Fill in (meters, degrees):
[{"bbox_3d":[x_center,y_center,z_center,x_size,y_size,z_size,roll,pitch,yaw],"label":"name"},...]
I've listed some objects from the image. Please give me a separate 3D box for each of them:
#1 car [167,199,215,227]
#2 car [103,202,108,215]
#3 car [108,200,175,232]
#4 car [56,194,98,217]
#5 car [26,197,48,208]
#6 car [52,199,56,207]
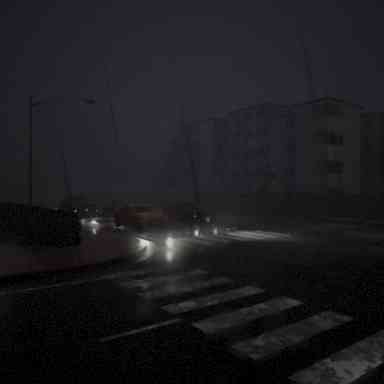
[{"bbox_3d":[-0.399,1.489,22.731,2.128,1.511,4.902,0,0,-35],"label":"car"},{"bbox_3d":[-7.167,1.523,32.225,1.812,1.442,4.674,0,0,-36],"label":"car"},{"bbox_3d":[-3.295,1.476,20.685,1.882,1.535,5.008,0,0,-34],"label":"car"},{"bbox_3d":[-10.749,1.221,31.244,2.150,2.045,5.566,0,0,-36],"label":"car"},{"bbox_3d":[-21.351,1.476,45.771,1.882,1.535,5.008,0,0,-39],"label":"car"},{"bbox_3d":[-18.524,1.475,47.817,1.882,1.535,5.008,0,0,-39],"label":"car"}]
